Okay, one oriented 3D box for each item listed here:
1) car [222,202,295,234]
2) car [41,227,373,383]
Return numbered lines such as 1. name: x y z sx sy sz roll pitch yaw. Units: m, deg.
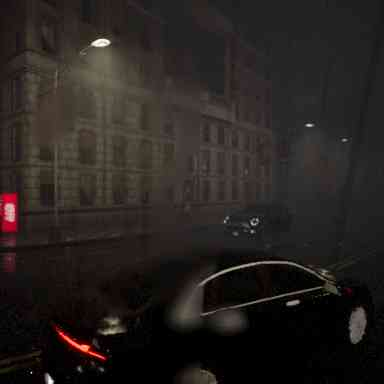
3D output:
1. car: 3.522 1.364 17.184 2.097 1.767 4.553 0 0 41
2. car: 0.619 1.508 4.549 4.892 1.490 1.837 0 0 -37
